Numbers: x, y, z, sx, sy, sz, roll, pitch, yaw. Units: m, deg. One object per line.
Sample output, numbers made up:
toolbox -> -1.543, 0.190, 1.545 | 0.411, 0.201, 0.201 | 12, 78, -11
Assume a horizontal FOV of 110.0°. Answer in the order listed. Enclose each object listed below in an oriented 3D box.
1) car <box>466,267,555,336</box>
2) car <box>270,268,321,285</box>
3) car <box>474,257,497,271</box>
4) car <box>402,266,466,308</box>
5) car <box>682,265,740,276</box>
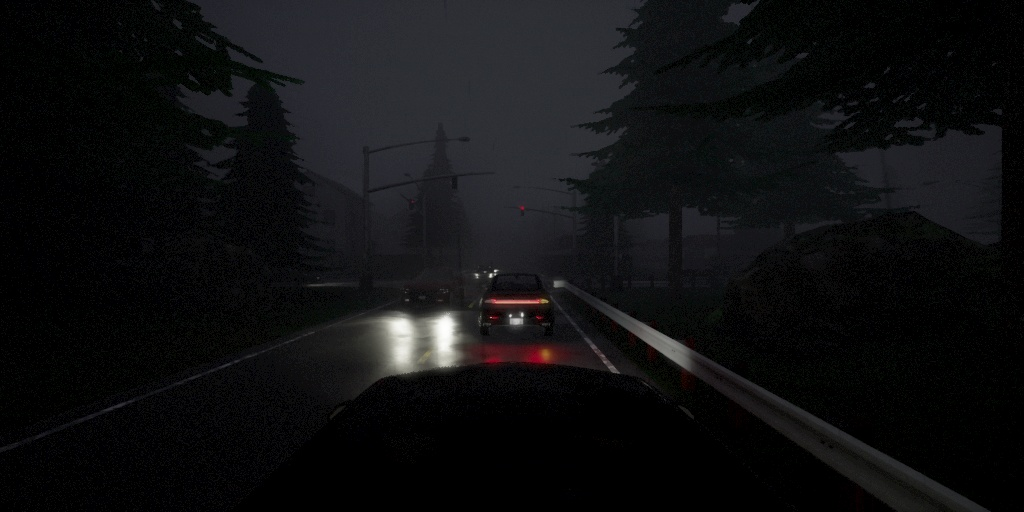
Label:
car -> 0.134, 1.242, 10.395 | 2.128, 1.511, 4.902 | 0, 0, 1
car -> -16.006, 1.260, 25.306 | 4.674, 1.442, 1.812 | 0, 0, 1
car -> -3.224, 1.227, 44.079 | 1.882, 1.535, 5.008 | 0, 0, 1
car -> -3.156, 1.228, 15.425 | 1.882, 1.535, 5.008 | 0, 0, 2
car -> 15.550, 1.336, 28.461 | 4.718, 1.301, 1.895 | 0, 0, 1
